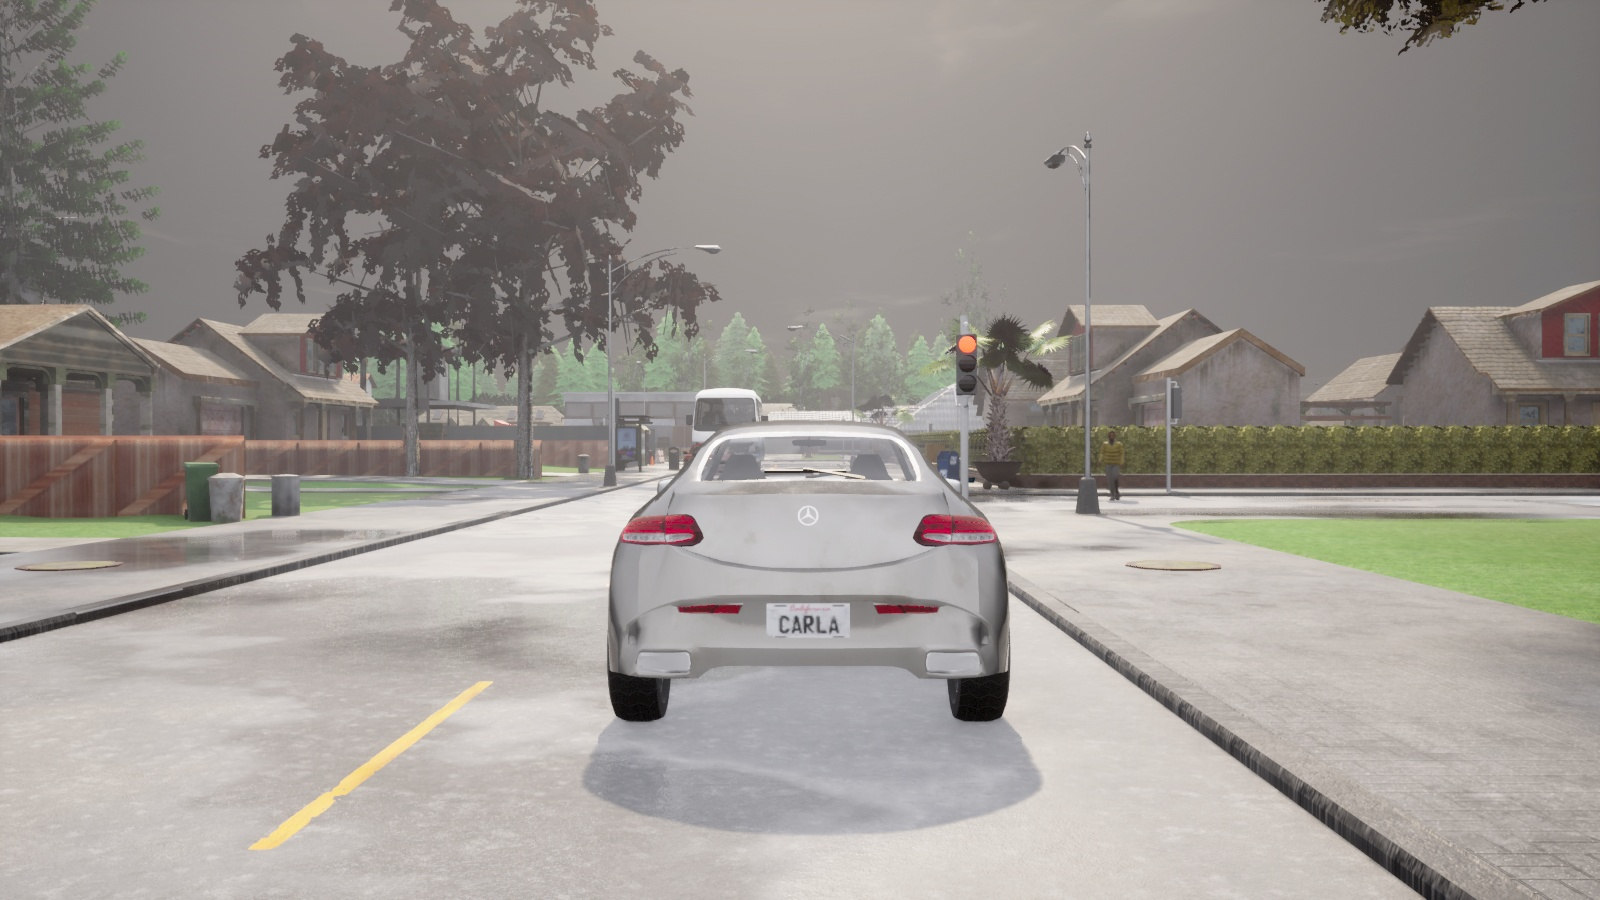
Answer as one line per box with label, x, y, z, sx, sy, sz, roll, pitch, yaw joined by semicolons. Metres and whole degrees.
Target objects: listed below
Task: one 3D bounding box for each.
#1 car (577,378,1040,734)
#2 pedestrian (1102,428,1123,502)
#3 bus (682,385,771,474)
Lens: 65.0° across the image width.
car;0.062;0.478;8.355;2.152;1.651;5.027;0;0;1
pedestrian;7.931;0.373;31.862;0.431;1.840;0.709;0;0;21
bus;-3.622;-1.001;65.149;3.944;4.253;10.273;0;0;0
